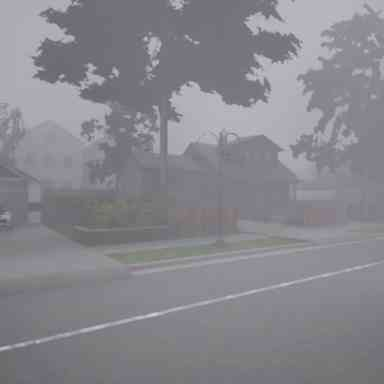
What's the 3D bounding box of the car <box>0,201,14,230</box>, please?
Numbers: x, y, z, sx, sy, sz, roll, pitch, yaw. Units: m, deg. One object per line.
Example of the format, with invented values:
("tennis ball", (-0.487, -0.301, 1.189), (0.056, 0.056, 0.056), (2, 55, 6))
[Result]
("car", (-10.427, 1.183, 17.181), (1.970, 1.475, 3.806), (1, 0, -35))
